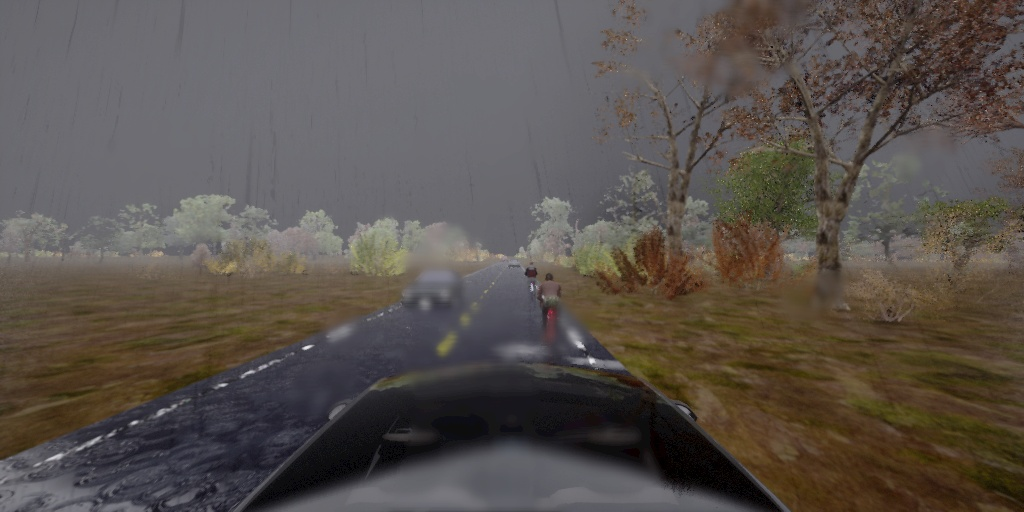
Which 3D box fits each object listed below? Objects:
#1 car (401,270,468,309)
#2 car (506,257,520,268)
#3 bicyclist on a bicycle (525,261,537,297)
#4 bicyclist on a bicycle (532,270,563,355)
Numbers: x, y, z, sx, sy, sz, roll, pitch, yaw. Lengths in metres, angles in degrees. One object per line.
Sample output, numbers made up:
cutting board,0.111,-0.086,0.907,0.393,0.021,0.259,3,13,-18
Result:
car,-3.031,1.298,15.217,2.033,1.411,5.357,0,0,0
car,0.423,1.317,63.628,1.994,1.385,4.181,0,0,0
bicyclist on a bicycle,0.891,1.119,16.413,0.659,1.776,1.843,-1,0,0
bicyclist on a bicycle,0.841,1.200,7.716,0.582,1.620,1.656,-1,0,0
